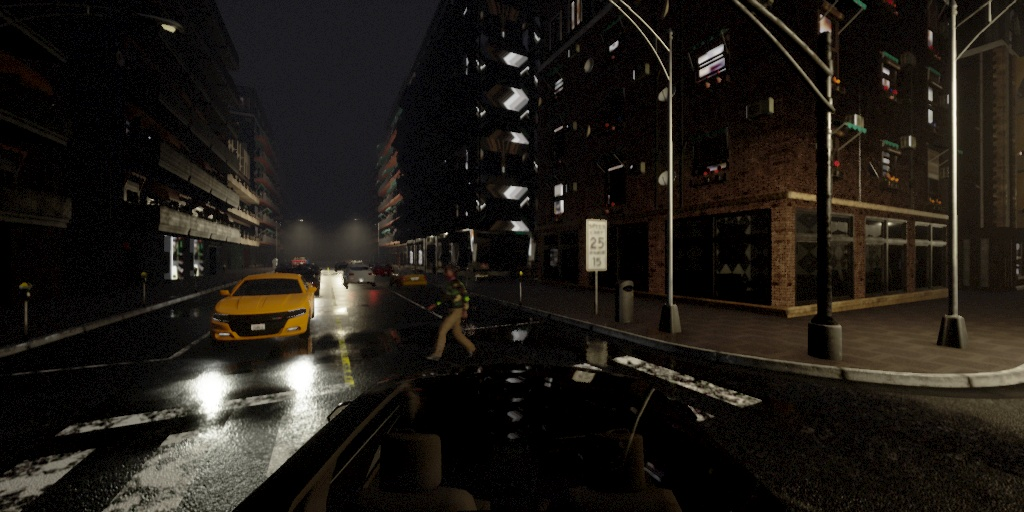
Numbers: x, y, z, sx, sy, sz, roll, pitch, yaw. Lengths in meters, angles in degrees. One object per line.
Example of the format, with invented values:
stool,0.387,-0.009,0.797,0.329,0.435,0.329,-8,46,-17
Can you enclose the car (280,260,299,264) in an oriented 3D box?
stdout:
car,-24.458,1.365,38.732,1.802,1.307,4.207,0,0,-27

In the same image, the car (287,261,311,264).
car,-15.937,1.309,27.960,2.033,1.411,5.357,0,0,-27

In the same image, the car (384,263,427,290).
car,-6.654,1.277,22.628,1.751,1.417,4.829,0,0,-27

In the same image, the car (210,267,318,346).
car,-6.511,1.227,9.785,1.882,1.535,5.008,0,0,-27

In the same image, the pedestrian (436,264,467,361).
pedestrian,-1.139,1.043,6.734,0.375,1.860,0.375,0,0,-27

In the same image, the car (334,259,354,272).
car,-22.640,1.396,47.793,1.895,1.301,4.718,0,0,-27

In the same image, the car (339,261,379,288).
car,-10.407,1.280,24.236,1.812,1.442,4.674,0,0,-27

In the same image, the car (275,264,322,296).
car,-11.078,1.315,18.592,1.994,1.385,4.181,0,0,-27

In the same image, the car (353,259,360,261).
car,-24.840,1.361,57.652,2.007,1.370,4.403,0,0,-27

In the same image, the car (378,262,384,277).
car,-11.793,1.309,32.526,1.888,1.381,4.507,0,0,-27
